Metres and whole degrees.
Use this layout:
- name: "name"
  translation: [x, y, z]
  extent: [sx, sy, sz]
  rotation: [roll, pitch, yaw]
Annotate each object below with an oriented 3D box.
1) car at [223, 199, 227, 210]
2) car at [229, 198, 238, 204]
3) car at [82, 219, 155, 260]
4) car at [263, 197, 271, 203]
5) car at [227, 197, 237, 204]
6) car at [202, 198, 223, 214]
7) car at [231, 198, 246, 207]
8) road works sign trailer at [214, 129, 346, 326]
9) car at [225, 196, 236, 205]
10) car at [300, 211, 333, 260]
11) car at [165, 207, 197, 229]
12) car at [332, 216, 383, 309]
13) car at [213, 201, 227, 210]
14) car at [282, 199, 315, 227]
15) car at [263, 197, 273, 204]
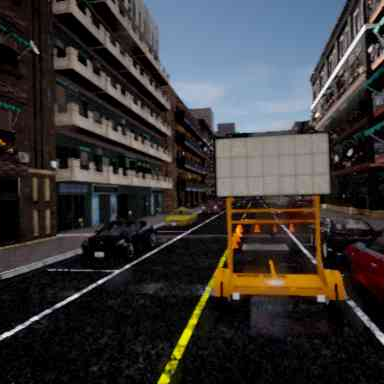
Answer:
- name: "car"
  translation: [3.437, 1.763, 46.892]
  extent: [2.192, 1.841, 5.009]
  rotation: [-1, -1, 11]
- name: "car"
  translation: [10.741, 2.233, 85.662]
  extent: [1.887, 1.381, 4.507]
  rotation: [-1, -1, 11]
- name: "car"
  translation: [-2.813, 1.801, 13.653]
  extent: [1.947, 1.339, 4.313]
  rotation: [-1, -1, 11]
- name: "car"
  translation: [18.973, 1.996, 84.110]
  extent: [1.887, 1.381, 4.507]
  rotation: [-1, -1, 11]
- name: "car"
  translation: [9.695, 2.095, 80.123]
  extent: [1.967, 1.590, 4.097]
  rotation: [-1, -1, 11]
- name: "car"
  translation: [2.397, 1.853, 41.351]
  extent: [1.967, 1.590, 4.097]
  rotation: [-1, -1, 11]
- name: "car"
  translation: [8.596, 1.960, 59.743]
  extent: [1.837, 1.490, 4.892]
  rotation: [-2, -1, 11]
- name: "road works sign trailer"
  translation: [1.728, 0.504, 7.204]
  extent: [2.380, 3.560, 2.880]
  rotation: [-2, -1, 11]
- name: "car"
  translation: [8.651, 1.936, 74.587]
  extent: [2.192, 1.841, 5.009]
  rotation: [-1, -1, 11]
- name: "car"
  translation: [5.420, 1.549, 12.102]
  extent: [2.008, 1.369, 4.403]
  rotation: [-1, -1, 11]
- name: "car"
  translation: [-0.760, 1.832, 24.565]
  extent: [1.752, 1.417, 4.829]
  rotation: [-1, -1, 11]
- name: "car"
  translation: [4.374, 1.402, 6.565]
  extent: [1.967, 1.590, 4.097]
  rotation: [-1, -1, 11]
- name: "car"
  translation: [4.486, 2.065, 52.428]
  extent: [1.802, 1.307, 4.206]
  rotation: [-1, -1, 11]
- name: "car"
  translation: [7.500, 1.385, 23.183]
  extent: [2.192, 1.841, 5.009]
  rotation: [-1, -1, 11]
- name: "car"
  translation: [16.919, 1.910, 73.199]
  extent: [1.752, 1.417, 4.829]
  rotation: [-1, -1, 11]
